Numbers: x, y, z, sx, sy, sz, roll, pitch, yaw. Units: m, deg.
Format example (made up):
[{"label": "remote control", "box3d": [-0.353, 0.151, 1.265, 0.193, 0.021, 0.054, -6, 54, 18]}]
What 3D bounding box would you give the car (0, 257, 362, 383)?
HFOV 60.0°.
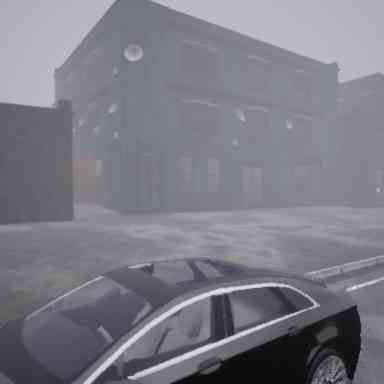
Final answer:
[{"label": "car", "box3d": [-0.339, 1.491, 3.130, 4.902, 1.511, 2.128, 0, 0, -35]}]
